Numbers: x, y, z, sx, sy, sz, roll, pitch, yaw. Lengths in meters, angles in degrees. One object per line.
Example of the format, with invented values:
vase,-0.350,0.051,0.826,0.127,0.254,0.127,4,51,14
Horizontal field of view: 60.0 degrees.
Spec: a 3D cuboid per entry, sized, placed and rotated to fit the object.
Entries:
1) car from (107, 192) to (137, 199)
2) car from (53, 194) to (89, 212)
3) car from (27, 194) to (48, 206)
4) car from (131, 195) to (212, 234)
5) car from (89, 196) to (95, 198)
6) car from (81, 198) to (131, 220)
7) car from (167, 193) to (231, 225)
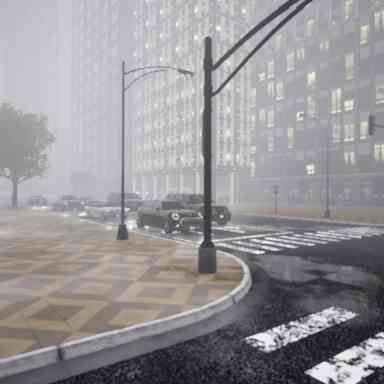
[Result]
car,-6.042,1.008,30.446,2.150,2.045,5.566,0,0,-37
car,-12.543,1.067,33.742,2.097,1.767,4.553,0,0,-37
car,-21.086,1.081,45.341,2.128,1.511,4.902,0,0,-36
car,-1.303,1.221,18.621,2.097,1.767,4.553,0,0,-37
car,-12.149,1.191,38.665,2.128,1.511,4.902,0,0,-37
car,-6.672,1.398,25.832,1.895,1.301,4.718,0,0,-37
car,0.136,1.092,22.131,2.150,2.045,5.566,0,0,-37
